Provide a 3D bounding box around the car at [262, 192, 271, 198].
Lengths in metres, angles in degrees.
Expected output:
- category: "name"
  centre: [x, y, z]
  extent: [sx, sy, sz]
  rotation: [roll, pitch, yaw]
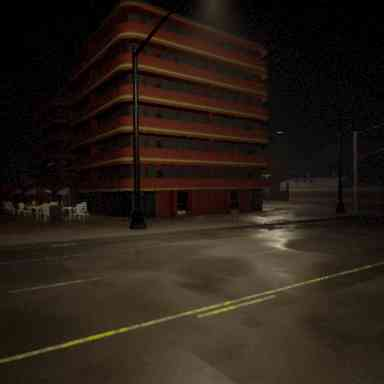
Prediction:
- category: "car"
  centre: [18.469, 0.814, 85.983]
  extent: [3.806, 1.475, 1.970]
  rotation: [-1, 1, -35]
